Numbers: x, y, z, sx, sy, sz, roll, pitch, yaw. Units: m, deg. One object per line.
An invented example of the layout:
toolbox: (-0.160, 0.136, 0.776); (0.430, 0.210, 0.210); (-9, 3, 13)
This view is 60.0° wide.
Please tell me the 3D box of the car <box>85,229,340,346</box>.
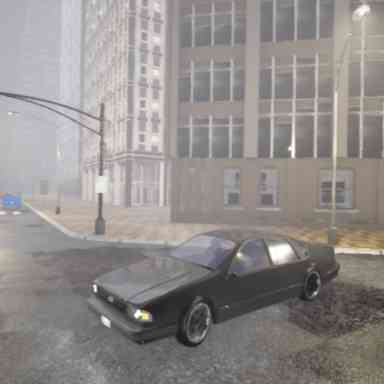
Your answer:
car: (0.822, 1.474, 6.481); (5.357, 1.411, 2.033); (0, 1, -39)

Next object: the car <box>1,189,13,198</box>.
car: (-38.328, 0.310, 68.819); (2.192, 1.841, 5.009); (1, 0, -30)

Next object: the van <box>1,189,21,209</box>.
van: (-19.000, 0.808, 35.101); (1.690, 1.788, 3.998); (2, 0, -30)
